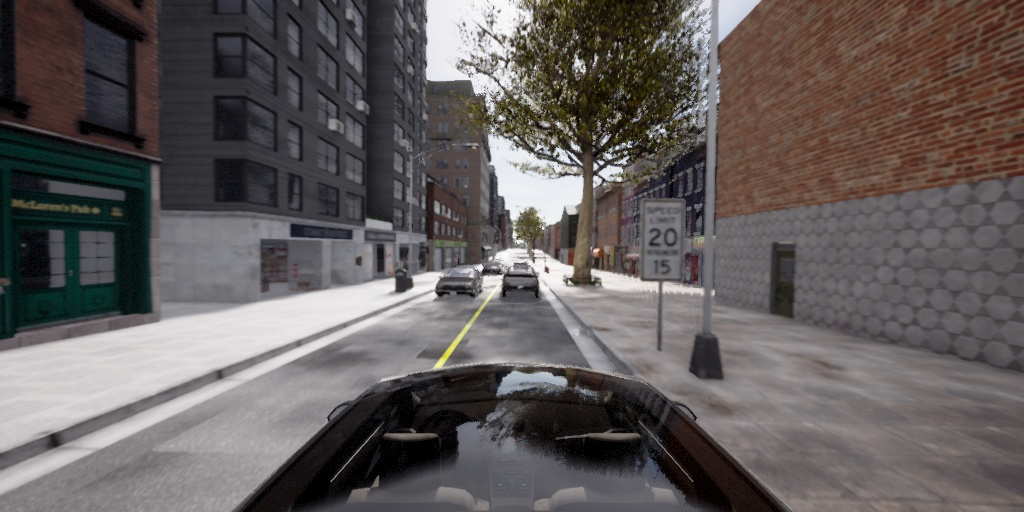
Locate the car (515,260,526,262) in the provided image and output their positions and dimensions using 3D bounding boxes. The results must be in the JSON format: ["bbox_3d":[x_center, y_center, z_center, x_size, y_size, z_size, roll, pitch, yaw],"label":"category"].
[{"bbox_3d":[1.055,1.192,45.846,2.128,1.511,4.902,1,0,1],"label":"car"}]

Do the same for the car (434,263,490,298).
[{"bbox_3d":[-2.514,1.262,18.391,2.033,1.411,5.357,1,0,1],"label":"car"}]

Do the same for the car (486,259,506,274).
[{"bbox_3d":[-1.983,1.258,37.552,1.837,1.490,4.892,1,0,1],"label":"car"}]

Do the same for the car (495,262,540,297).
[{"bbox_3d":[0.446,1.247,18.926,2.128,1.511,4.902,1,0,1],"label":"car"}]
